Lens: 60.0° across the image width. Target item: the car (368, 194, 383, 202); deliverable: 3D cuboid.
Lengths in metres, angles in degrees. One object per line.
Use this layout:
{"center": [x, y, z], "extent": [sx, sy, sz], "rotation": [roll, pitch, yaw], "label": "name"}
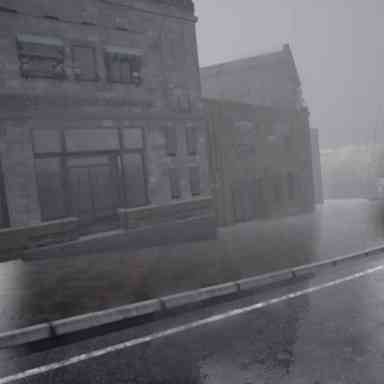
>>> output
{"center": [31.806, 0.929, 56.321], "extent": [1.895, 1.301, 4.718], "rotation": [-5, -2, 3], "label": "car"}
